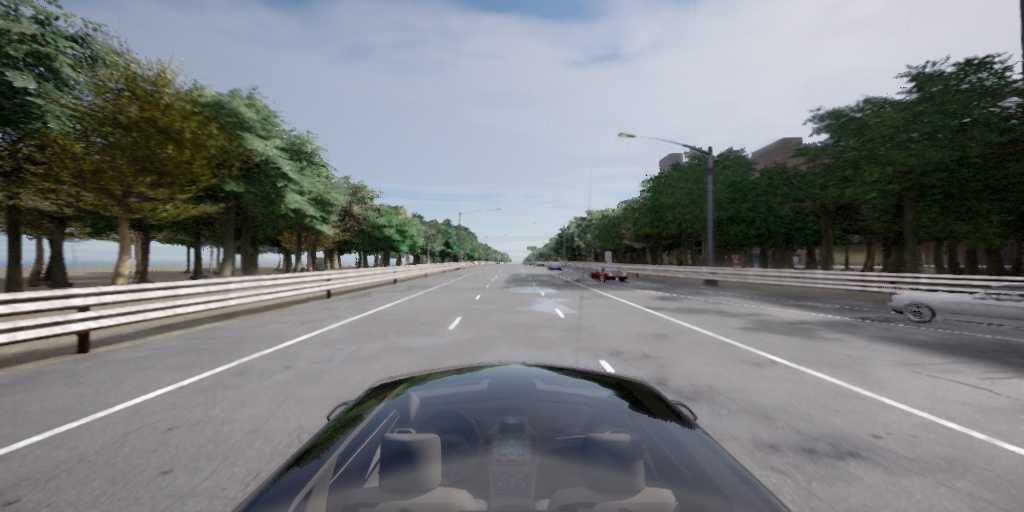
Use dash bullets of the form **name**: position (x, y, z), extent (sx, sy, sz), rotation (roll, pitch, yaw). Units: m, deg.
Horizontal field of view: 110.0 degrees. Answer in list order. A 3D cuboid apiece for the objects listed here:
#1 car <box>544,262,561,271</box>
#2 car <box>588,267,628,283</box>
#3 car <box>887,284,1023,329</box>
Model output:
- **car**: position (6.962, 1.733, 59.716), extent (1.994, 1.385, 4.181), rotation (0, 0, 0)
- **car**: position (8.234, 1.576, 31.270), extent (1.895, 1.301, 4.718), rotation (0, 0, -8)
- **car**: position (13.901, 1.433, 9.951), extent (1.895, 1.301, 4.718), rotation (0, -1, -20)
